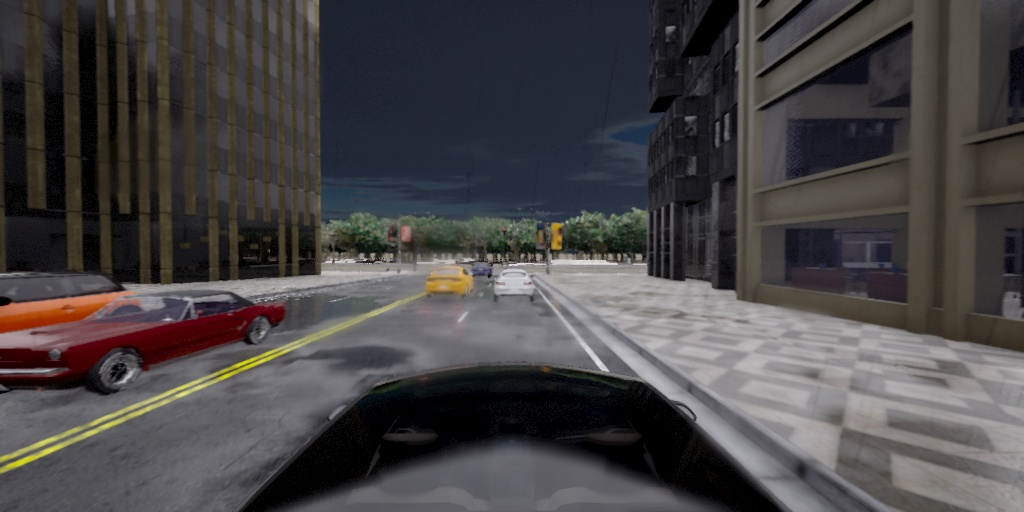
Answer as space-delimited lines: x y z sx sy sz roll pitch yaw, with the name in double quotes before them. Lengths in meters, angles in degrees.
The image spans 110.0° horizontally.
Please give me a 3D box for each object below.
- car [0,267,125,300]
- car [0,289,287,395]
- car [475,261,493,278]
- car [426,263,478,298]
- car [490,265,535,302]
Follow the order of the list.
"car" -9.848 1.105 6.633 2.097 1.767 4.553 0 0 0
"car" -6.598 1.354 6.755 1.895 1.301 4.718 0 0 0
"car" -3.146 1.359 38.106 2.097 1.767 4.553 0 0 0
"car" -3.147 1.300 18.882 1.882 1.535 5.008 0 0 0
"car" 0.102 1.336 17.474 1.812 1.442 4.674 0 0 0
